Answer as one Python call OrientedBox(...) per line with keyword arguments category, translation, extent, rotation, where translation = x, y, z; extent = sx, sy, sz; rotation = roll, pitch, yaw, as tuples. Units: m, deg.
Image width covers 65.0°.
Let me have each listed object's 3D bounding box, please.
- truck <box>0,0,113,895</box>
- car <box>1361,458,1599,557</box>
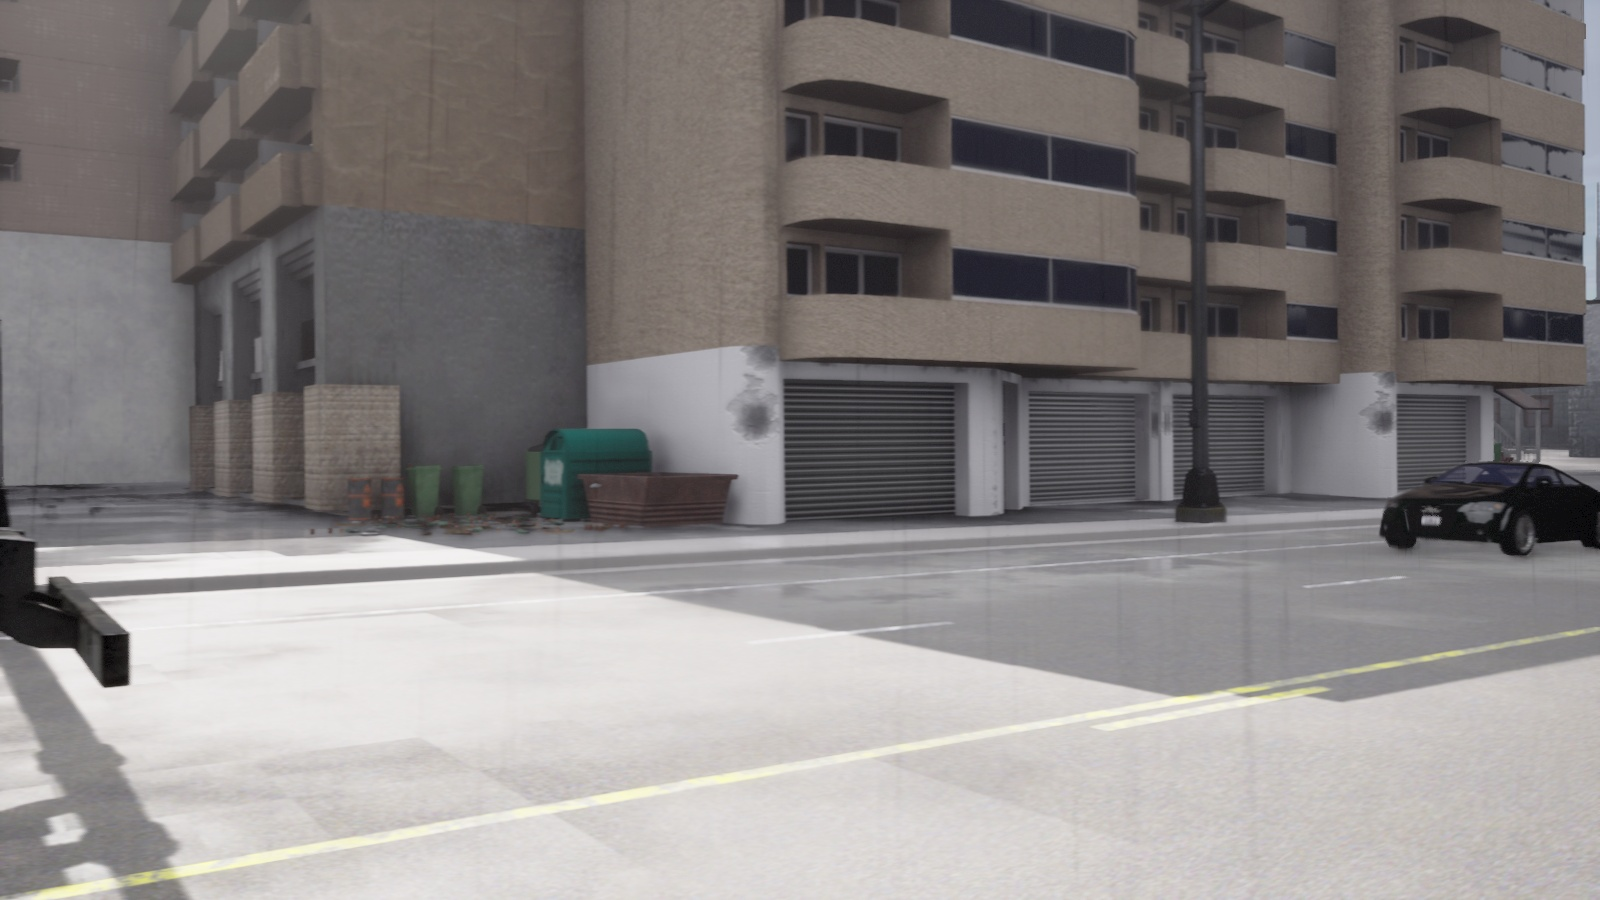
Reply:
OrientedBox(category="truck", translation=(-6.525, -0.214, 3.384), extent=(7.936, 3.462, 2.891), rotation=(0, 0, -35))
OrientedBox(category="car", translation=(10.985, 0.831, 19.832), extent=(4.181, 1.385, 1.994), rotation=(0, 0, -35))
